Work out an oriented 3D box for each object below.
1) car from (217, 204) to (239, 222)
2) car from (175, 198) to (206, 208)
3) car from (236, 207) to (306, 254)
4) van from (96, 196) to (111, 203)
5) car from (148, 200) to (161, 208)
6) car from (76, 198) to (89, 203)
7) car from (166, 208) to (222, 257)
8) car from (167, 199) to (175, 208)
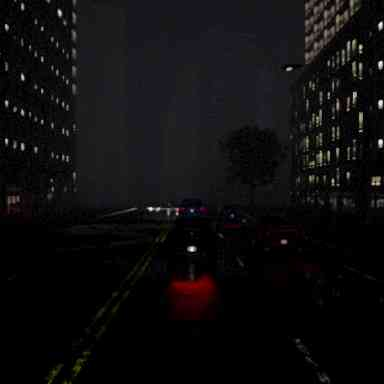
[{"bbox_3d":[3.270,1.771,29.238,1.882,1.535,5.008,0,0,0],"label":"car"},{"bbox_3d":[0.003,1.503,27.554,2.150,2.045,5.566,0,0,0],"label":"car"},{"bbox_3d":[3.274,1.624,14.229,1.882,1.535,5.008,0,0,0],"label":"car"},{"bbox_3d":[-22.666,1.975,84.332,3.998,1.788,1.690,0,0,1],"label":"van"},{"bbox_3d":[-6.566,2.127,59.311,1.994,1.385,4.181,0,-1,0],"label":"car"},{"bbox_3d":[-28.205,2.154,84.377,4.507,1.381,1.887,0,0,1],"label":"car"},{"bbox_3d":[0.016,1.646,13.483,1.837,1.490,4.892,0,0,0],"label":"car"},{"bbox_3d":[-3.322,2.067,59.220,1.837,1.490,4.892,0,-1,0],"label":"car"}]
